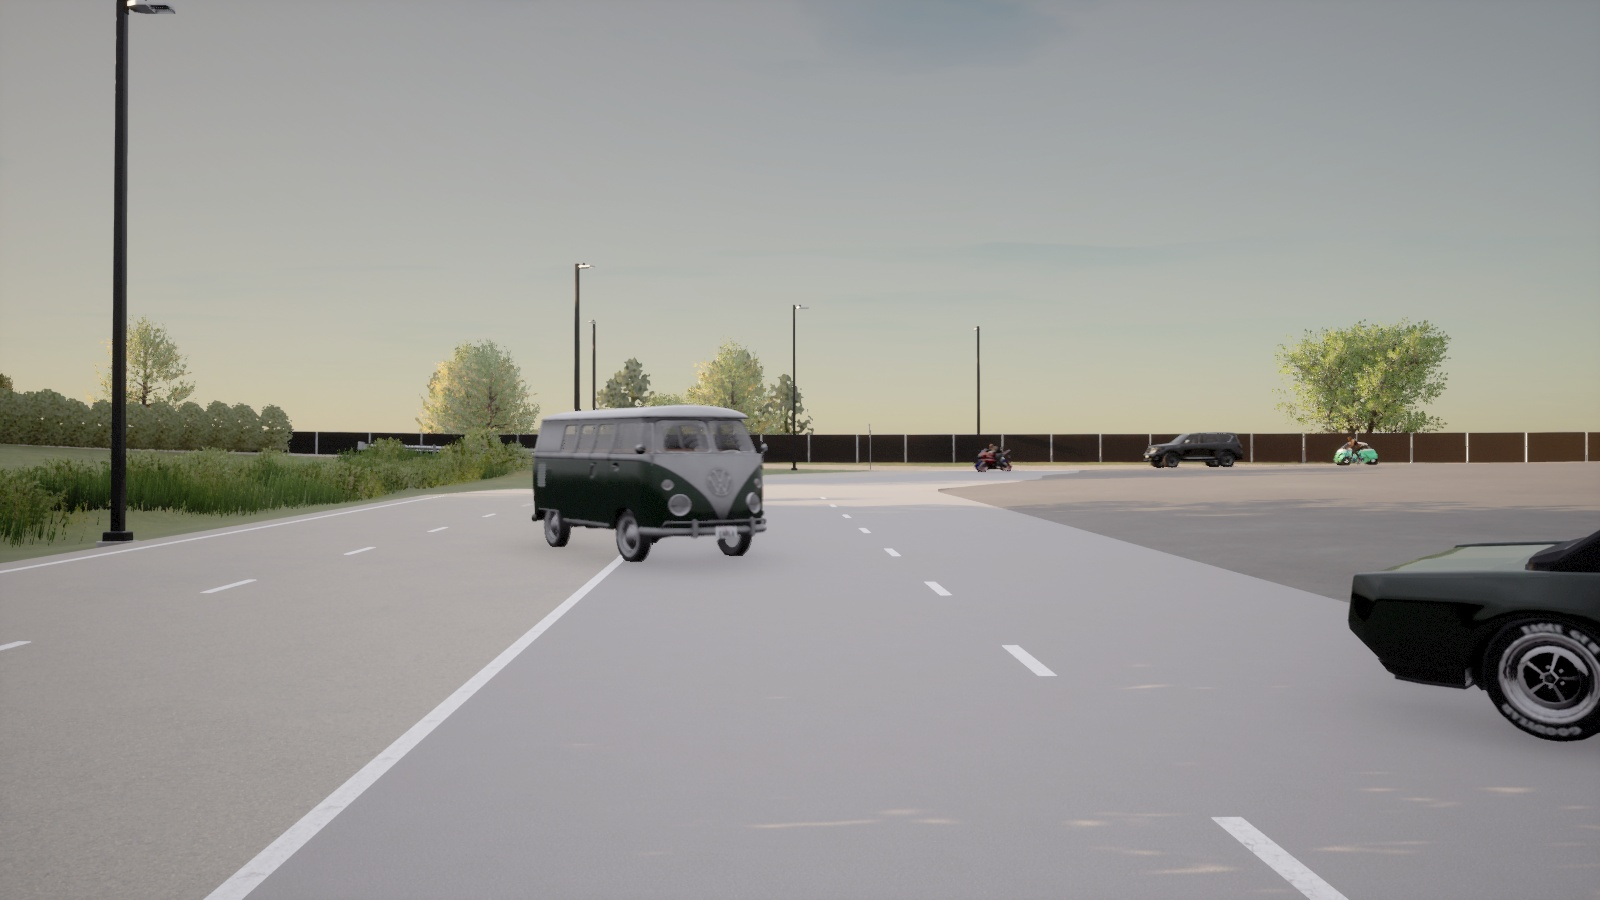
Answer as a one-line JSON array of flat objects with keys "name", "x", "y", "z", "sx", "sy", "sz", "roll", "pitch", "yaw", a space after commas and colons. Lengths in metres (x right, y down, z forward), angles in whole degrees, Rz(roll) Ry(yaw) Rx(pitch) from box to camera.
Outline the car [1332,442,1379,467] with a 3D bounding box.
[{"name": "car", "x": 31.949, "y": 0.266, "z": 72.264, "sx": 2.207, "sy": 1.376, "sz": 1.481, "roll": 0, "pitch": -1, "yaw": 10}]

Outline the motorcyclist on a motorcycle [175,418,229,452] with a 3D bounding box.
[{"name": "motorcyclist on a motorcycle", "x": -30.807, "y": -0.772, "z": 64.717, "sx": 0.766, "sy": 1.649, "sz": 2.350, "roll": 0, "pitch": -2, "yaw": 36}]

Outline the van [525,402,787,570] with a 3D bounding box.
[{"name": "van", "x": -2.112, "y": 0.404, "z": 17.183, "sx": 1.775, "sy": 1.987, "sz": 4.442, "roll": 0, "pitch": 0, "yaw": -33}]

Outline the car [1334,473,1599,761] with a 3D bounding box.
[{"name": "car", "x": 5.327, "y": 0.805, "z": 5.982, "sx": 1.895, "sy": 1.301, "sz": 4.718, "roll": -4, "pitch": 2, "yaw": -45}]

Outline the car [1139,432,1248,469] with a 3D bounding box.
[{"name": "car", "x": 22.695, "y": 0.050, "z": 72.584, "sx": 5.566, "sy": 2.045, "sz": 2.150, "roll": 0, "pitch": -1, "yaw": -6}]

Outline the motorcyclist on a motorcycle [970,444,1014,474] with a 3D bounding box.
[{"name": "motorcyclist on a motorcycle", "x": 9.968, "y": 0.461, "z": 65.252, "sx": 2.191, "sy": 1.530, "sz": 0.866, "roll": 0, "pitch": 0, "yaw": -27}]
